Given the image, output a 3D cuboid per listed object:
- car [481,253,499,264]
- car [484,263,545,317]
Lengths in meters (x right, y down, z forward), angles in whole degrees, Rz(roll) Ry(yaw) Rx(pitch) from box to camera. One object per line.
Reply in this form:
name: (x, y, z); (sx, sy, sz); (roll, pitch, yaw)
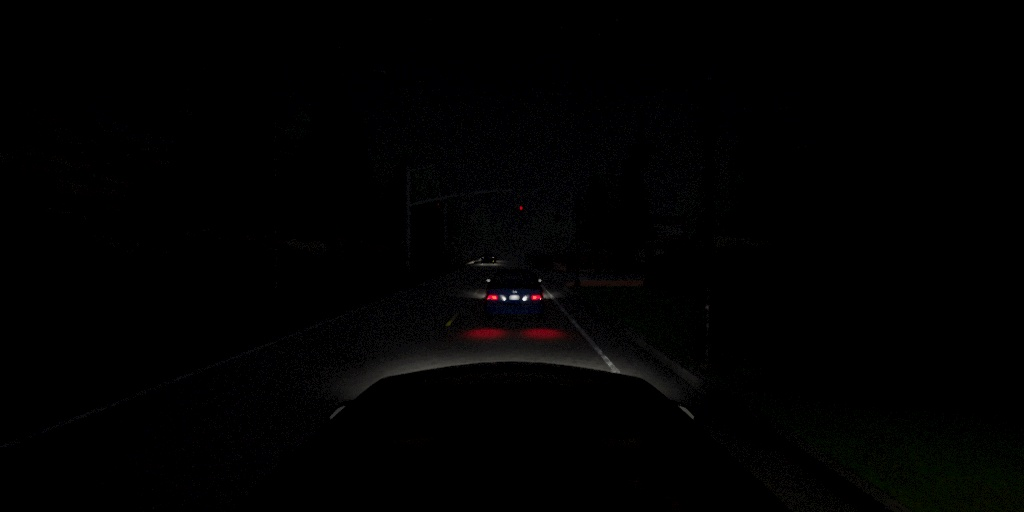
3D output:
car: (-3.567, 0.293, 55.543); (2.097, 1.767, 4.553); (0, 1, 0)
car: (0.077, 1.139, 12.238); (2.033, 1.411, 5.357); (0, 1, 0)
